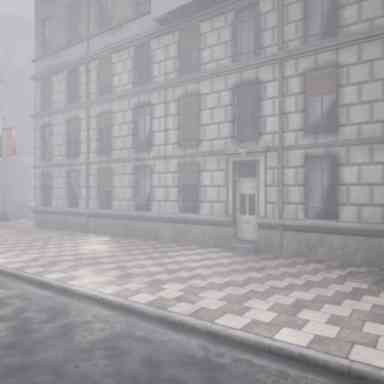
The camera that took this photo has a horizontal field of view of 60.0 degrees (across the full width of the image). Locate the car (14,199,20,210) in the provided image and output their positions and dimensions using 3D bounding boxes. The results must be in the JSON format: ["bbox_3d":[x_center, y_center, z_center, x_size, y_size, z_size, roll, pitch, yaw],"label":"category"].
[{"bbox_3d":[-19.215,1.202,41.817,2.150,2.045,5.566,0,0,36],"label":"car"}]

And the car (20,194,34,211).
[{"bbox_3d":[-17.025,1.335,38.867,2.097,1.767,4.553,0,0,36],"label":"car"}]
